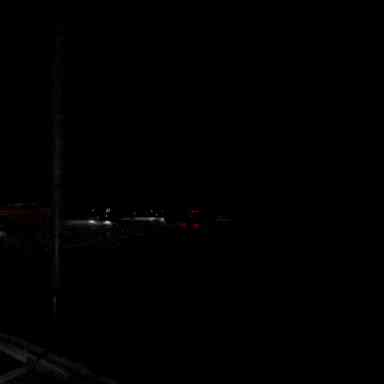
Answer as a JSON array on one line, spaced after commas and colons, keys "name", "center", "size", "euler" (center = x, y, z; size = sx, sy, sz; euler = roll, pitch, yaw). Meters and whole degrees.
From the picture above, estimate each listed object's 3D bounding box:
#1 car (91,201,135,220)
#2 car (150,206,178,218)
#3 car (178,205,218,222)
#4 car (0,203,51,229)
[{"name": "car", "center": [-7.216, 1.656, 30.796], "size": [2.097, 1.767, 4.553], "euler": [0, -2, 24]}, {"name": "car", "center": [-3.133, 2.377, 39.929], "size": [1.895, 1.301, 4.718], "euler": [0, -3, 24]}, {"name": "car", "center": [0.930, 2.027, 31.405], "size": [2.128, 1.511, 4.902], "euler": [0, -3, 24]}, {"name": "car", "center": [-11.316, 1.456, 21.635], "size": [1.882, 1.535, 5.008], "euler": [0, -1, 24]}]
